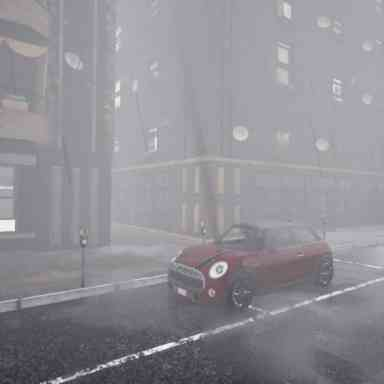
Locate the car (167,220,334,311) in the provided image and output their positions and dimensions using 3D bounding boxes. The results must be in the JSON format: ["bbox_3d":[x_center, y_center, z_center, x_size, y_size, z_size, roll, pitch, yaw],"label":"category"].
[{"bbox_3d":[1.426,1.442,7.722,4.097,1.590,1.967,0,1,-36],"label":"car"}]
